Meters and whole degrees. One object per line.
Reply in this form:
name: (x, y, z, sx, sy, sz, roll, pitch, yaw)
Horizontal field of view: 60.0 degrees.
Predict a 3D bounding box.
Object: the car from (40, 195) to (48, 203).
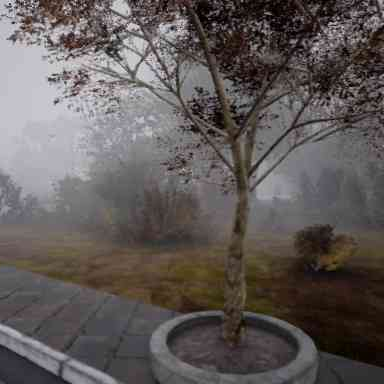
car: (-19.345, 1.114, 41.508, 2.128, 1.511, 4.902, 1, 0, 32)
